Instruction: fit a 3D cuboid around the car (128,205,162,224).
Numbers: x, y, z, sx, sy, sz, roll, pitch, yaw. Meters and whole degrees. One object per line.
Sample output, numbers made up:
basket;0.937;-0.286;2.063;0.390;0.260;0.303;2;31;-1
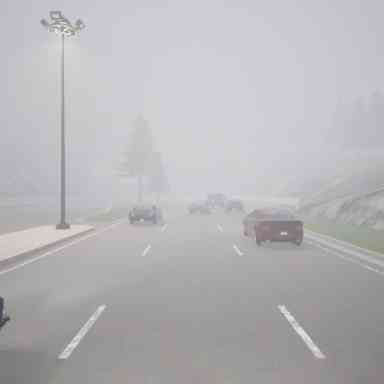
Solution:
car;-3.341;1.601;24.712;1.895;1.301;4.718;0;0;1

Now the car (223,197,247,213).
car;4.890;1.503;36.561;1.837;1.490;4.892;0;-1;13

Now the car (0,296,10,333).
car;-3.399;1.600;2.379;1.895;1.301;4.718;0;0;0

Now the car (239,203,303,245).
car;3.600;1.477;15.513;1.882;1.535;5.008;0;0;0

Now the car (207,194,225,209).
car;3.400;1.221;44.441;2.150;2.045;5.566;0;0;16

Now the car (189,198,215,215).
car;0.930;1.601;34.384;1.895;1.301;4.718;0;0;9
